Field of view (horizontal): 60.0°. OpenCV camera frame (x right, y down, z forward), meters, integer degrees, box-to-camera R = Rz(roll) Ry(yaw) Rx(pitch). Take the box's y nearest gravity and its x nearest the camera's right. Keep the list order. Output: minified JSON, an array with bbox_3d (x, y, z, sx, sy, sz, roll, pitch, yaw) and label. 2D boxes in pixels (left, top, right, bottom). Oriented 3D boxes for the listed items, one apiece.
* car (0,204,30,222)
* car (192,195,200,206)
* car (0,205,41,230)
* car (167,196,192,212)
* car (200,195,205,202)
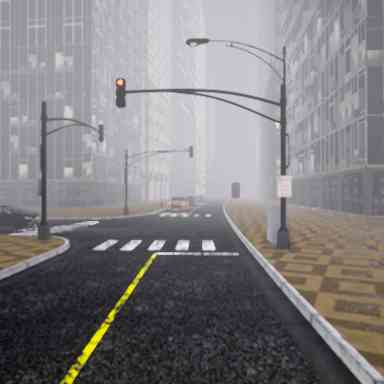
[{"bbox_3d":[-16.453,1.799,28.342,4.403,1.369,2.008,-1,1,10],"label":"car"},{"bbox_3d":[-0.326,1.362,50.270,1.837,1.490,4.892,0,0,6],"label":"car"},{"bbox_3d":[-11.933,1.625,21.518,4.902,1.511,2.128,-1,0,13],"label":"car"},{"bbox_3d":[-1.522,1.255,37.230,2.097,1.767,4.553,0,0,5],"label":"car"},{"bbox_3d":[1.548,1.285,65.504,2.128,1.511,4.902,0,0,8],"label":"car"}]
